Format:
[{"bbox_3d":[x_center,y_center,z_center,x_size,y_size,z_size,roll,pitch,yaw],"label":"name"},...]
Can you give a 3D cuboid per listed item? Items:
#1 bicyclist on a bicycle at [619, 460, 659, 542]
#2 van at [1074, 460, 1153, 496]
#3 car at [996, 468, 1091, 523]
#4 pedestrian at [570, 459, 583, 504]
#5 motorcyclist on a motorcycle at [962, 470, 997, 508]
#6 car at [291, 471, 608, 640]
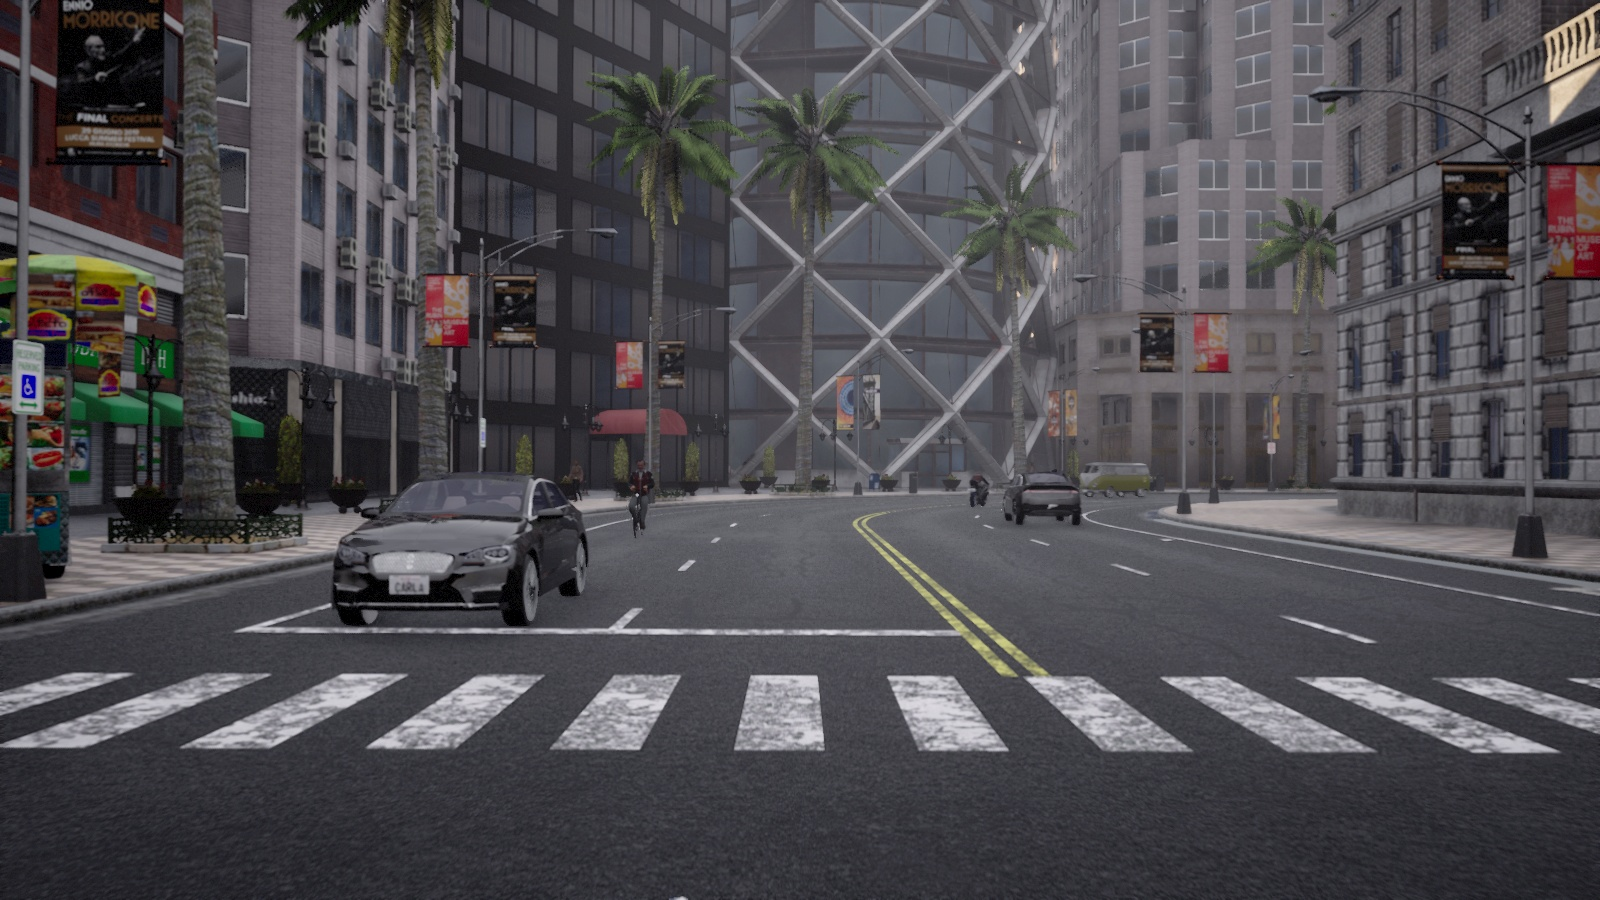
[{"bbox_3d":[-3.573,1.120,28.009,0.659,1.776,1.843,0,-1,0],"label":"bicyclist on a bicycle"},{"bbox_3d":[17.604,1.559,70.502,4.442,1.987,1.775,0,-1,-34],"label":"van"},{"bbox_3d":[7.104,1.300,37.146,2.128,1.511,4.902,0,-1,3],"label":"car"},{"bbox_3d":[-9.106,1.277,51.162,0.331,1.846,0.634,0,-1,10],"label":"pedestrian"},{"bbox_3d":[7.493,1.607,52.375,0.866,1.530,2.191,-1,-1,24],"label":"motorcyclist on a motorcycle"},{"bbox_3d":[-3.537,0.990,13.785,2.128,1.511,4.902,0,-1,0],"label":"car"}]
